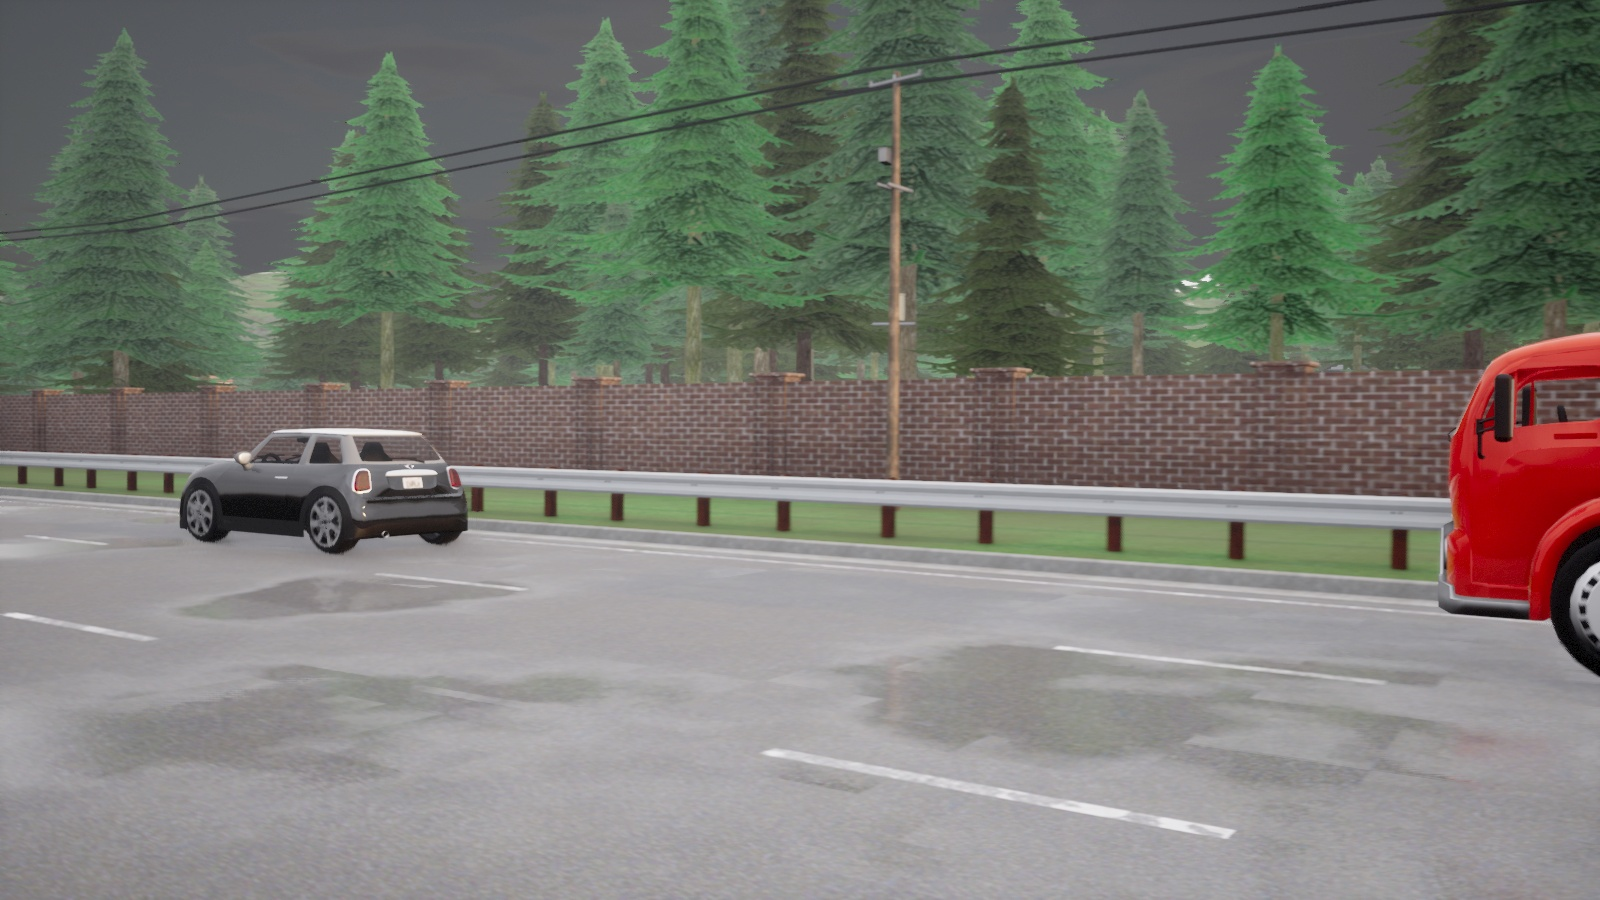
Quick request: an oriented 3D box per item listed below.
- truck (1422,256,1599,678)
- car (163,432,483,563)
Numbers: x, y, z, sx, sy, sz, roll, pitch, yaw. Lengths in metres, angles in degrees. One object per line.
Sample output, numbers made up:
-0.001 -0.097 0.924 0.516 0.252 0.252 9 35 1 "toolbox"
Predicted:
6.789 0.079 7.509 5.204 2.467 2.627 0 1 34 "truck"
-6.144 0.528 16.092 3.806 1.475 1.970 0 1 34 "car"
